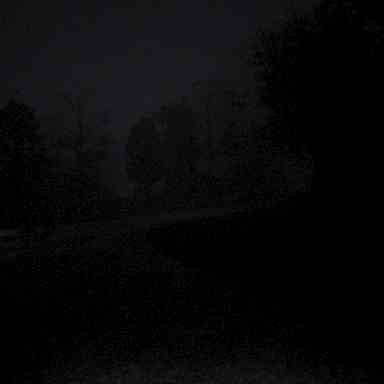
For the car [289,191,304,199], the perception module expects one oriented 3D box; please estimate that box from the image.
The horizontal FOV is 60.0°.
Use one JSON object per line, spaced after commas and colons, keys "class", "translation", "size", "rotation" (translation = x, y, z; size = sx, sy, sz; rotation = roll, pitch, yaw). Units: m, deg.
{"class": "car", "translation": [17.819, 0.464, 56.272], "size": [2.033, 1.411, 5.357], "rotation": [-2, 1, 29]}
